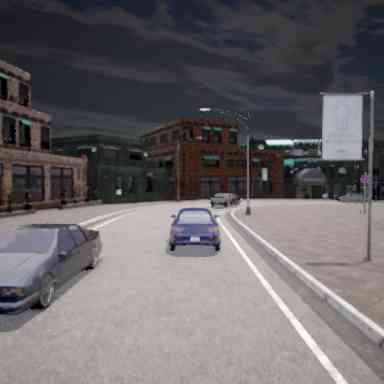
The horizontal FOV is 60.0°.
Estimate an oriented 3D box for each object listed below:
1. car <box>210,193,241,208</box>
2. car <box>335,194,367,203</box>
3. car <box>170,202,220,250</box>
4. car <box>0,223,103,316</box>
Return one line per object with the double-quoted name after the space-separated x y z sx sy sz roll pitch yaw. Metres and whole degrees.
3.649 0.839 35.021 2.128 1.511 4.902 1 1 30 "car"
23.430 0.918 48.963 4.181 1.385 1.994 1 2 -2 "car"
0.112 1.354 13.379 1.812 1.442 4.674 0 1 0 "car"
-3.606 1.485 7.918 2.033 1.411 5.357 0 1 0 "car"
